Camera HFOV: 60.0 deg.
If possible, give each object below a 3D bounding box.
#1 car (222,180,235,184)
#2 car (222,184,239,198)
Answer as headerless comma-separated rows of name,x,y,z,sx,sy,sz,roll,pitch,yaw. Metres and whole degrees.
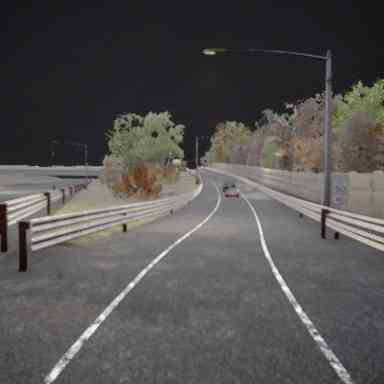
car,6.332,-1.114,57.272,2.150,2.045,5.566,0,5,2
car,5.699,0.023,47.658,1.994,1.385,4.181,0,4,4
